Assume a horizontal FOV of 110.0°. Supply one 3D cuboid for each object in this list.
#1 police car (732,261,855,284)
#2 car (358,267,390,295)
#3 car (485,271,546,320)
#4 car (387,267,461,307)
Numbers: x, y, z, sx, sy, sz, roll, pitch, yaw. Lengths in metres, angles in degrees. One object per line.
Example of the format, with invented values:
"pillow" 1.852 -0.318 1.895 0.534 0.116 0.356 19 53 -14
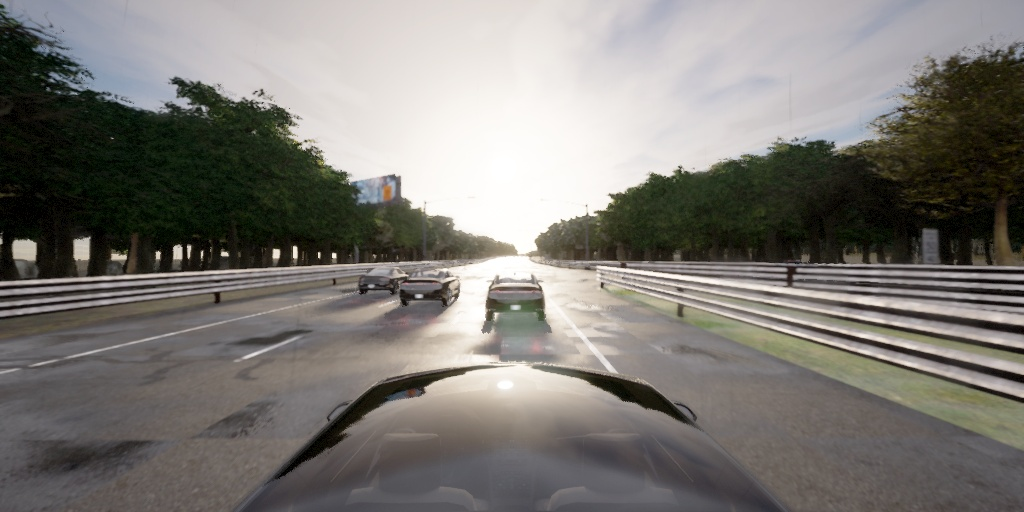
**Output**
"police car" 12.999 1.039 17.211 2.038 1.542 4.974 0 0 -14
"car" -6.892 1.306 19.876 1.812 1.442 4.674 0 0 0
"car" 0.104 1.255 12.616 2.128 1.511 4.902 0 0 0
"car" -3.394 1.261 15.542 2.128 1.511 4.902 0 0 0
